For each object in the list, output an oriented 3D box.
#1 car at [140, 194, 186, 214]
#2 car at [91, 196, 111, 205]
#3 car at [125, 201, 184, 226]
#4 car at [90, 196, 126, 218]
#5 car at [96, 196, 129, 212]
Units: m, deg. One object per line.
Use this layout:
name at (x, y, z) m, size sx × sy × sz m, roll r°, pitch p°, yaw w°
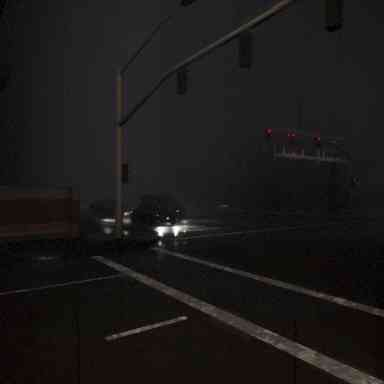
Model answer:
car at (-2.782, 1.222, 29.659) m, size 2.150 × 2.045 × 5.566 m, roll 0°, pitch 0°, yaw -36°
car at (-16.864, 1.478, 61.586) m, size 1.882 × 1.535 × 5.008 m, roll 0°, pitch 0°, yaw -36°
car at (-2.755, 1.564, 23.612) m, size 1.994 × 1.385 × 4.181 m, roll 0°, pitch 0°, yaw -35°
car at (-7.851, 1.478, 30.714) m, size 1.882 × 1.535 × 5.008 m, roll 0°, pitch 1°, yaw -36°
car at (-9.338, 1.352, 38.785) m, size 2.097 × 1.767 × 4.553 m, roll 0°, pitch 0°, yaw -36°
